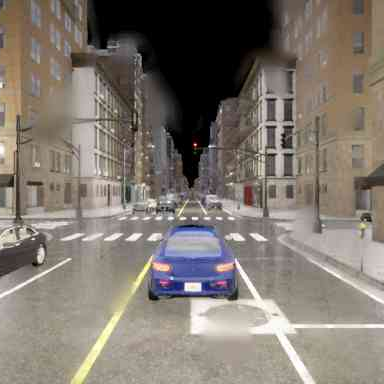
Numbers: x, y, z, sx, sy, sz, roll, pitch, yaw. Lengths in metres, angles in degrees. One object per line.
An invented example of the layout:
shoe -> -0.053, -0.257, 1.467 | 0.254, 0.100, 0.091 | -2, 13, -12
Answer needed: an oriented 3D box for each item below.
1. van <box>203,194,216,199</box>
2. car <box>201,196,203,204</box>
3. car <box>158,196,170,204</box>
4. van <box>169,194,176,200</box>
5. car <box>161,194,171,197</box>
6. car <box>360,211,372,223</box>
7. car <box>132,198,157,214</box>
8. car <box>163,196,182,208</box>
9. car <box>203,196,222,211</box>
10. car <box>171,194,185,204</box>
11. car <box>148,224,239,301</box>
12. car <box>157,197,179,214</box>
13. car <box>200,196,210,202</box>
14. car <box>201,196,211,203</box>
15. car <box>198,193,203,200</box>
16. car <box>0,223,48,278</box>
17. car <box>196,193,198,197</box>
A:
van -> 2.773, 1.335, 46.441 | 1.690, 1.788, 3.998 | 0, 0, 0
car -> 2.789, 1.575, 51.848 | 1.802, 1.307, 4.206 | 0, 0, 0
car -> -5.238, 1.517, 62.511 | 1.752, 1.417, 4.829 | 0, 0, 0
van -> -5.186, 1.330, 89.713 | 1.690, 1.788, 3.998 | 0, 0, 0
car -> -5.248, 1.433, 57.276 | 1.967, 1.590, 4.097 | 0, 0, 0
car -> 15.136, 1.636, 23.956 | 5.357, 1.411, 2.033 | 0, 0, 0
car -> -5.288, 1.546, 35.651 | 2.008, 1.369, 4.403 | 0, 0, 0
car -> -2.719, 1.595, 46.092 | 1.895, 1.301, 4.718 | 0, 0, 0
car -> 2.756, 1.545, 41.035 | 2.008, 1.369, 4.403 | 0, 0, 0
car -> -2.667, 1.556, 57.836 | 1.994, 1.385, 4.181 | 0, 0, 1
car -> 0.042, 1.525, 8.212 | 1.812, 1.442, 4.674 | 0, 0, 1
car -> -2.758, 1.560, 35.979 | 1.994, 1.385, 4.181 | 0, 0, 1
car -> 2.856, 1.542, 73.473 | 2.008, 1.369, 4.403 | 0, 0, 0
car -> 2.839, 1.557, 68.066 | 1.947, 1.339, 4.313 | 0, 0, 0
car -> 2.823, 1.307, 62.660 | 2.192, 1.841, 5.009 | 0, 0, 0
car -> -5.362, 1.550, 8.775 | 2.008, 1.369, 4.403 | 0, 0, 0
car -> 2.922, 1.533, 95.098 | 1.887, 1.381, 4.507 | 0, 0, 0
